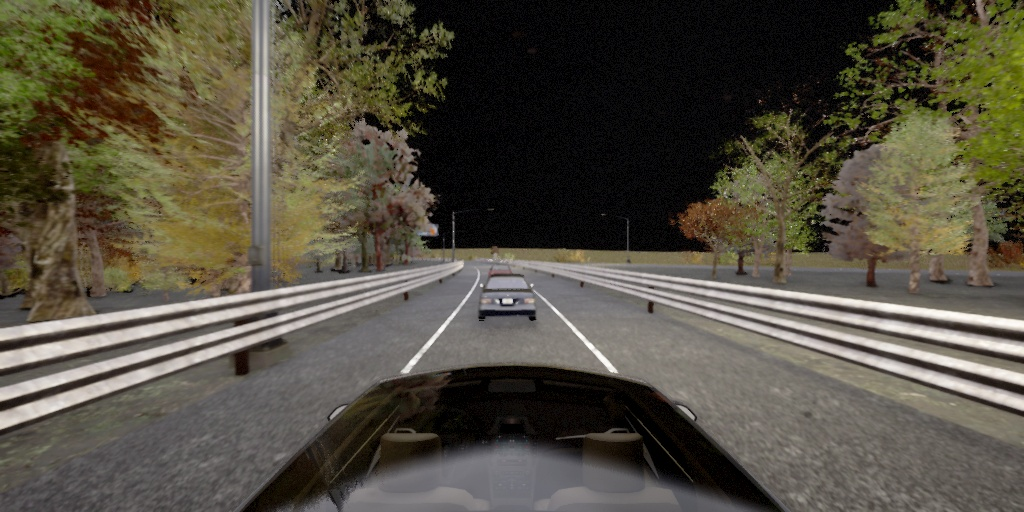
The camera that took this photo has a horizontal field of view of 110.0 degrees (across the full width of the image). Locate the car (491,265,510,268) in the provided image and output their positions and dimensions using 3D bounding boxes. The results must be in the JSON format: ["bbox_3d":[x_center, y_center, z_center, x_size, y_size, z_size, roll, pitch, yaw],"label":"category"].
[{"bbox_3d":[-0.967,1.374,29.096,1.895,1.301,4.718,0,0,-3],"label":"car"}]

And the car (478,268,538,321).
[{"bbox_3d":[-0.176,1.305,12.508,2.033,1.411,5.357,0,0,-1],"label":"car"}]
